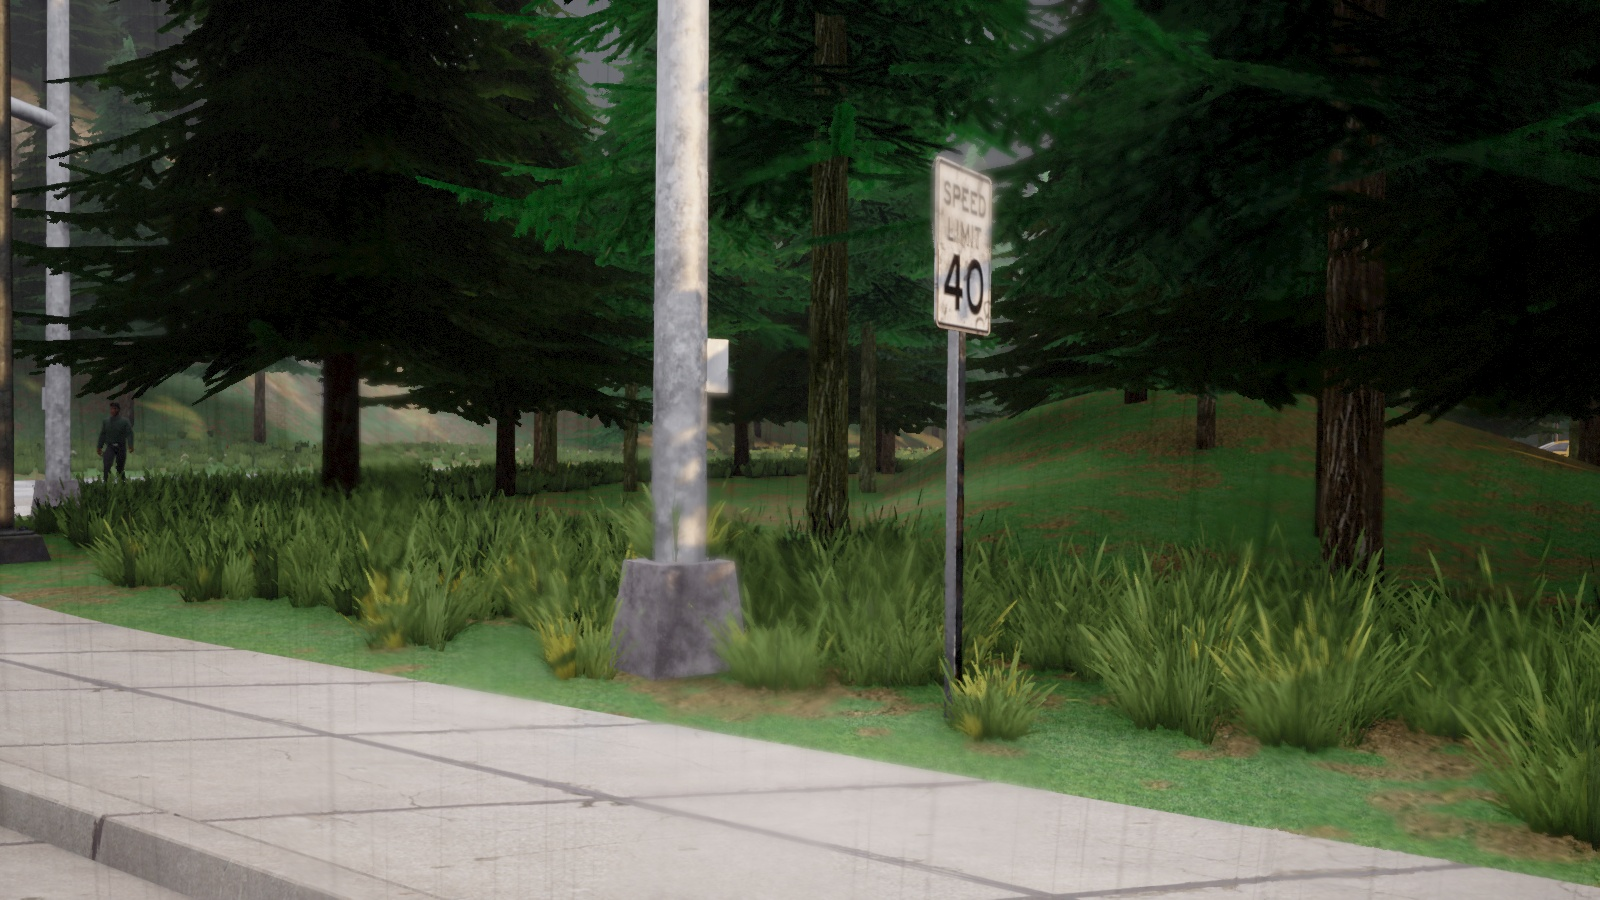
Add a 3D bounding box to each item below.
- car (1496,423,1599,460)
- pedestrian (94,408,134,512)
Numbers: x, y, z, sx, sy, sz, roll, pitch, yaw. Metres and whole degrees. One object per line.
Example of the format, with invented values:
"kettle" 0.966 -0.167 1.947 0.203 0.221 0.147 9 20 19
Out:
"car" 33.110 -0.368 54.063 5.366 1.575 1.801 0 1 33
"pedestrian" -13.051 0.185 23.906 0.423 1.949 0.788 -1 1 -11
